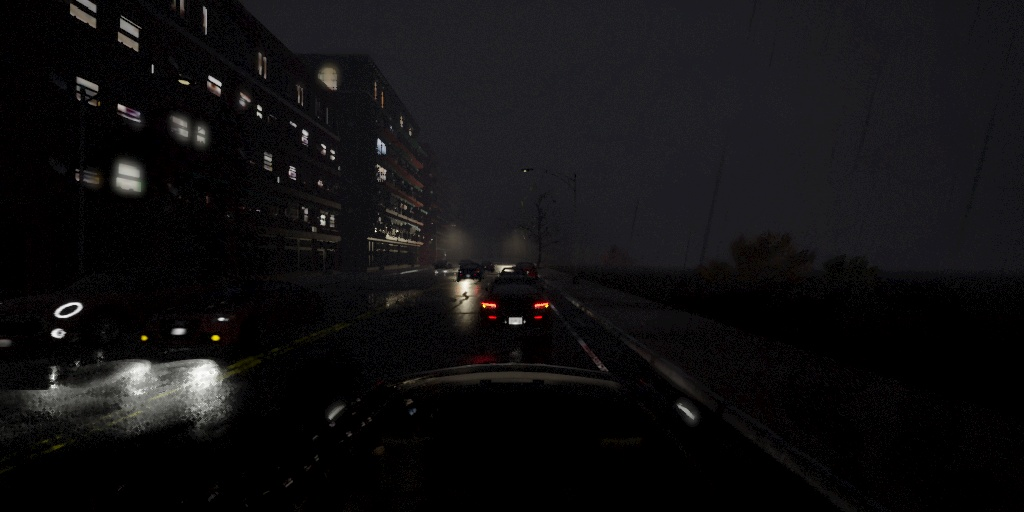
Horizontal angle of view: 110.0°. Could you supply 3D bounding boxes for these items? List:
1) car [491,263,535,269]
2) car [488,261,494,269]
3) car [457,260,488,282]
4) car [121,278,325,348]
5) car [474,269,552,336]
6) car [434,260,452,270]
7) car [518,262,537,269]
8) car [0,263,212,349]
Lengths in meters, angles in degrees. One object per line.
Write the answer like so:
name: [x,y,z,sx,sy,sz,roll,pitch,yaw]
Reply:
car: [0.062,1.317,20.449,1.994,1.385,4.181,0,0,0]
car: [-3.236,1.317,44.975,1.994,1.385,4.181,0,0,0]
car: [-3.207,1.279,28.499,1.812,1.442,4.674,0,0,0]
car: [-6.616,1.315,9.113,1.994,1.385,4.181,0,0,0]
car: [0.074,1.277,10.282,1.812,1.442,4.674,0,0,0]
car: [-9.951,1.300,52.071,2.033,1.411,5.357,0,0,0]
car: [1.079,1.232,29.977,1.882,1.535,5.008,0,0,0]
car: [-9.867,1.103,9.209,2.097,1.767,4.553,0,0,0]
